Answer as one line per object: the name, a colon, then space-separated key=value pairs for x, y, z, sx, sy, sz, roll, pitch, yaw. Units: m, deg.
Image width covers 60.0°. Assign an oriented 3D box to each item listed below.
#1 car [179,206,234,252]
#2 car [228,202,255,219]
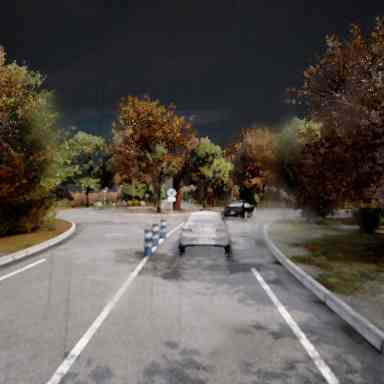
car: x=0.545 y=1.466 z=13.448 sx=1.812 sy=1.442 sz=4.674 roll=0 pitch=0 yaw=4
car: x=4.580 y=1.691 z=31.398 sx=1.882 sy=1.535 sz=5.008 roll=-1 pitch=-1 yaw=24
